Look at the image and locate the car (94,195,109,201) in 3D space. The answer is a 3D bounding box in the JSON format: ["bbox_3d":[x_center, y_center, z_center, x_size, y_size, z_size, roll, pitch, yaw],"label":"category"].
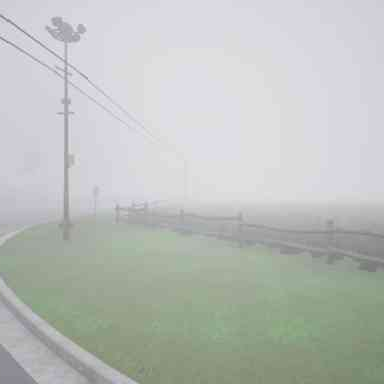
[{"bbox_3d":[-21.311,1.440,78.615,1.895,1.301,4.718,0,0,6],"label":"car"}]

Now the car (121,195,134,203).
[{"bbox_3d":[-12.049,1.558,67.053,2.033,1.411,5.357,0,0,6],"label":"car"}]

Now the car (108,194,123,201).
[{"bbox_3d":[-17.836,1.322,78.193,1.882,1.535,5.008,0,0,6],"label":"car"}]

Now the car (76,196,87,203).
[{"bbox_3d":[-22.421,1.520,68.783,1.812,1.442,4.674,0,0,6],"label":"car"}]

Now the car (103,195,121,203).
[{"bbox_3d":[-15.527,1.558,67.446,2.033,1.411,5.357,0,0,6],"label":"car"}]

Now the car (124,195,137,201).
[{"bbox_3d":[-14.358,1.397,77.800,1.994,1.385,4.181,0,0,6],"label":"car"}]

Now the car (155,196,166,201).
[{"bbox_3d":[-7.347,1.606,77.504,1.895,1.301,4.718,0,0,6],"label":"car"}]

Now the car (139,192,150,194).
[{"bbox_3d":[-10.877,1.069,77.437,2.150,2.045,5.566,0,0,6],"label":"car"}]

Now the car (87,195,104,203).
[{"bbox_3d":[-19.005,1.470,67.839,1.882,1.535,5.008,0,0,6],"label":"car"}]

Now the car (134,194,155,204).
[{"bbox_3d":[-8.944,1.572,62.476,1.994,1.385,4.181,0,0,6],"label":"car"}]
